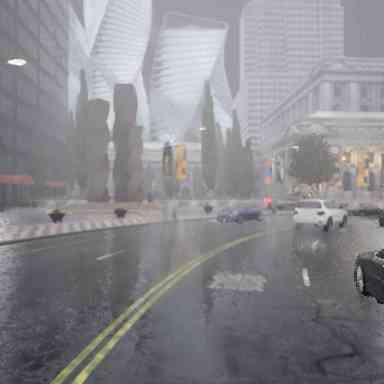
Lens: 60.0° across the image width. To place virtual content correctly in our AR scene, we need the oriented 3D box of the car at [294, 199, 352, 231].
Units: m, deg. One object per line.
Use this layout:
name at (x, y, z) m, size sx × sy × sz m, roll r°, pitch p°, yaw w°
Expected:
car at (9.020, 1.533, 23.185) m, size 2.150 × 2.045 × 5.566 m, roll 0°, pitch -1°, yaw 40°

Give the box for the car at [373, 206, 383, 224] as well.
car at (15.638, 1.854, 24.879) m, size 4.892 × 1.490 × 1.837 m, roll 1°, pitch -2°, yaw -42°

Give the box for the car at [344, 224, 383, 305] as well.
car at (4.460, 1.592, 5.989) m, size 1.837 × 1.490 × 4.892 m, roll -1°, pitch -1°, yaw 10°

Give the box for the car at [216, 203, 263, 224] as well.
car at (4.076, 1.713, 28.189) m, size 2.097 × 1.767 × 4.553 m, roll 0°, pitch -1°, yaw 42°

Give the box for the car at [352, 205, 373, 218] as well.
car at (18.389, 2.087, 35.375) m, size 4.718 × 1.301 × 1.895 m, roll 1°, pitch -1°, yaw -27°
